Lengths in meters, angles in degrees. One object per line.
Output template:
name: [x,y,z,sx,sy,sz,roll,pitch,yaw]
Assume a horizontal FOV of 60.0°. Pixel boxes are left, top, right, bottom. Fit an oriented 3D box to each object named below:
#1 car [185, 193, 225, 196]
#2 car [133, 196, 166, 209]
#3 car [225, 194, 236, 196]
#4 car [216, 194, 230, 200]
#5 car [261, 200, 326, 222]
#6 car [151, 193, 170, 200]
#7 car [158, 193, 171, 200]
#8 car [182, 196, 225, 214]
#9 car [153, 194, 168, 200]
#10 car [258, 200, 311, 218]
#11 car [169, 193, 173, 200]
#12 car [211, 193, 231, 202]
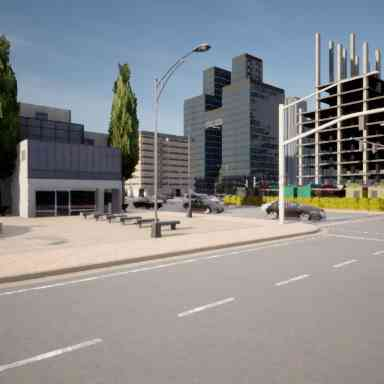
car: [1.040,1.224,41.024,2.150,2.045,5.566,0,0,-38]
car: [-5.930,1.601,44.225,1.895,1.301,4.718,0,0,-38]
car: [7.960,1.395,67.782,3.806,1.475,1.970,0,0,-40]
car: [8.729,1.395,94.167,3.806,1.475,1.970,0,0,-40]
car: [8.135,1.491,26.356,2.128,1.511,4.902,0,0,-38]
car: [-8.247,1.153,87.357,4.605,1.855,1.932,0,0,-40]
car: [-6.691,1.491,62.479,2.128,1.511,4.902,0,0,-38]
car: [1.340,1.505,34.984,1.837,1.490,4.892,0,0,-38]
car: [-6.152,1.478,50.185,1.882,1.535,5.008,0,0,-38]
car: [8.625,1.526,31.437,1.812,1.442,4.674,0,0,-39]
car: [-6.441,1.156,85.095,3.866,1.878,1.905,0,0,-40]
car: [6.119,1.156,70.017,3.866,1.878,1.905,0,0,-40]
